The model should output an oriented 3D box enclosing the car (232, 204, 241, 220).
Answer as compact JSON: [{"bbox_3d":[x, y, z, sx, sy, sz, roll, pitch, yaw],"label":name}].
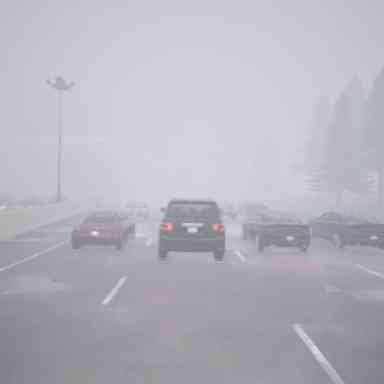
[{"bbox_3d":[2.425,1.610,28.146,1.895,1.301,4.718,1,0,-6],"label":"car"}]

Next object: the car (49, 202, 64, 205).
[{"bbox_3d":[-18.004,1.104,45.282,2.128,1.511,4.902,1,0,-11],"label":"car"}]

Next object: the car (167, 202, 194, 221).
[{"bbox_3d":[-1.066,1.546,27.913,1.895,1.301,4.718,1,0,-6],"label":"car"}]

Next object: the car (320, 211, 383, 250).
[{"bbox_3d":[6.854,1.584,15.149,1.882,1.535,5.008,1,0,-2],"label":"car"}]

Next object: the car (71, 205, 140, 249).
[{"bbox_3d":[-3.611,1.479,14.162,1.994,1.385,4.181,1,0,-2],"label":"car"}]

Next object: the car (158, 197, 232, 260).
[{"bbox_3d":[-0.041,1.206,12.556,2.150,2.045,5.566,1,0,-1],"label":"car"}]

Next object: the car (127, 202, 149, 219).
[{"bbox_3d":[-4.555,1.483,27.657,1.895,1.301,4.718,1,0,-6],"label":"car"}]

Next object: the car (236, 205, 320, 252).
[{"bbox_3d":[3.390,1.522,14.254,1.882,1.535,5.008,1,-1,-2],"label":"car"}]

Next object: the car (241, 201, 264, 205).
[{"bbox_3d":[5.593,1.540,31.353,1.882,1.535,5.008,1,0,-6],"label":"car"}]
